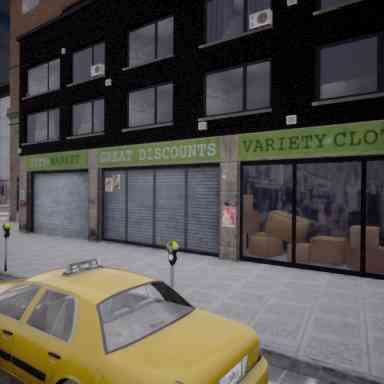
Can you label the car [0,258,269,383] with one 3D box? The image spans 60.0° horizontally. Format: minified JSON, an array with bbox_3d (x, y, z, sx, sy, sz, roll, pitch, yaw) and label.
[{"bbox_3d":[-1.523,1.524,4.177,4.829,1.417,1.752,0,1,35],"label":"car"}]
